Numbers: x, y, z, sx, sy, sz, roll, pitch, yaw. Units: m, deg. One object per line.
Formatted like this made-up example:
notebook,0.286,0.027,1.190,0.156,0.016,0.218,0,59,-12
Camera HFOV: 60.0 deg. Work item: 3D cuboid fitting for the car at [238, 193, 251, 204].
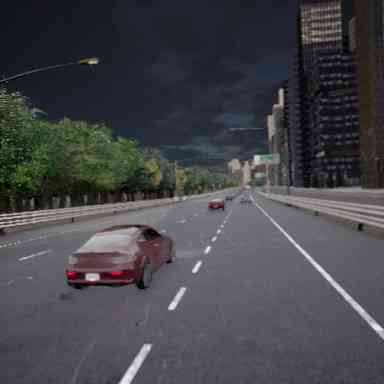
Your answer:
car,9.525,1.366,59.003,2.033,1.411,5.357,-2,0,9

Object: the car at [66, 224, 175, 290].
car,-1.768,1.640,9.366,1.812,1.442,4.674,-2,0,9

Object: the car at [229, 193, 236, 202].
car,8.420,1.396,75.204,1.837,1.490,4.892,-2,0,9

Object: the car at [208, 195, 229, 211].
car,3.148,1.509,41.160,1.882,1.535,5.008,-2,0,9
